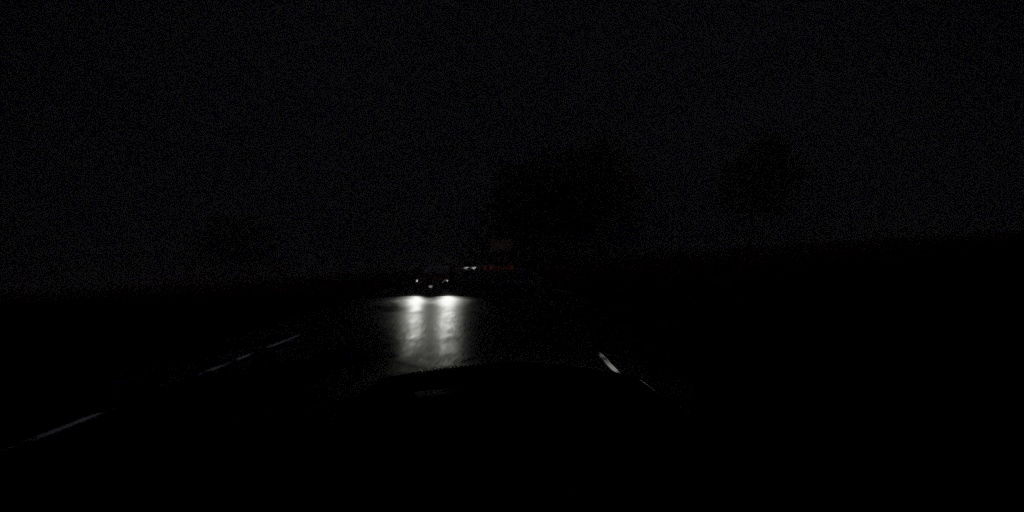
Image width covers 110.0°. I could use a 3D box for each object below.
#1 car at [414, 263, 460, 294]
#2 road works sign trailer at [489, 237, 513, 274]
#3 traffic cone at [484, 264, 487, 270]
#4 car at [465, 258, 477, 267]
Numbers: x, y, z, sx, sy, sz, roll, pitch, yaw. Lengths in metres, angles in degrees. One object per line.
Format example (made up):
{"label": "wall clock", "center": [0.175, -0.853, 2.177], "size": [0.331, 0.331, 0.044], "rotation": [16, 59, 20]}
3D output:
{"label": "car", "center": [-3.884, 1.139, 19.119], "size": [1.812, 1.442, 4.674], "rotation": [0, 1, -2]}
{"label": "road works sign trailer", "center": [-1.108, -0.081, 36.278], "size": [2.380, 3.560, 2.880], "rotation": [0, 0, -4]}
{"label": "traffic cone", "center": [-3.141, 1.409, 43.138], "size": [0.340, 0.580, 0.340], "rotation": [0, 0, -5]}
{"label": "car", "center": [-6.984, 1.103, 60.718], "size": [2.033, 1.411, 5.357], "rotation": [0, 0, -6]}
